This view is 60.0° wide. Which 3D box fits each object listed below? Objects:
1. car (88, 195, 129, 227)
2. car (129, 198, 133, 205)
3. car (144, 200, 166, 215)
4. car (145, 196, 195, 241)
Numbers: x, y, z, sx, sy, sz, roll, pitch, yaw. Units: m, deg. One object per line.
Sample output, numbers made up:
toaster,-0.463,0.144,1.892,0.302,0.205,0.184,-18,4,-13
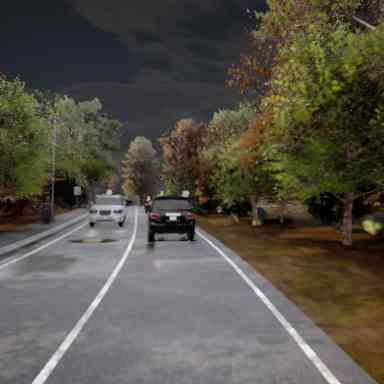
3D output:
car,-5.762,1.220,23.184,2.150,2.045,5.566,1,0,-9
car,-12.488,1.841,64.624,1.895,1.301,4.718,1,-3,-9
car,-4.060,1.584,35.747,2.033,1.411,5.357,1,0,-9
car,-1.170,1.243,17.022,2.150,2.045,5.566,0,-1,-8
